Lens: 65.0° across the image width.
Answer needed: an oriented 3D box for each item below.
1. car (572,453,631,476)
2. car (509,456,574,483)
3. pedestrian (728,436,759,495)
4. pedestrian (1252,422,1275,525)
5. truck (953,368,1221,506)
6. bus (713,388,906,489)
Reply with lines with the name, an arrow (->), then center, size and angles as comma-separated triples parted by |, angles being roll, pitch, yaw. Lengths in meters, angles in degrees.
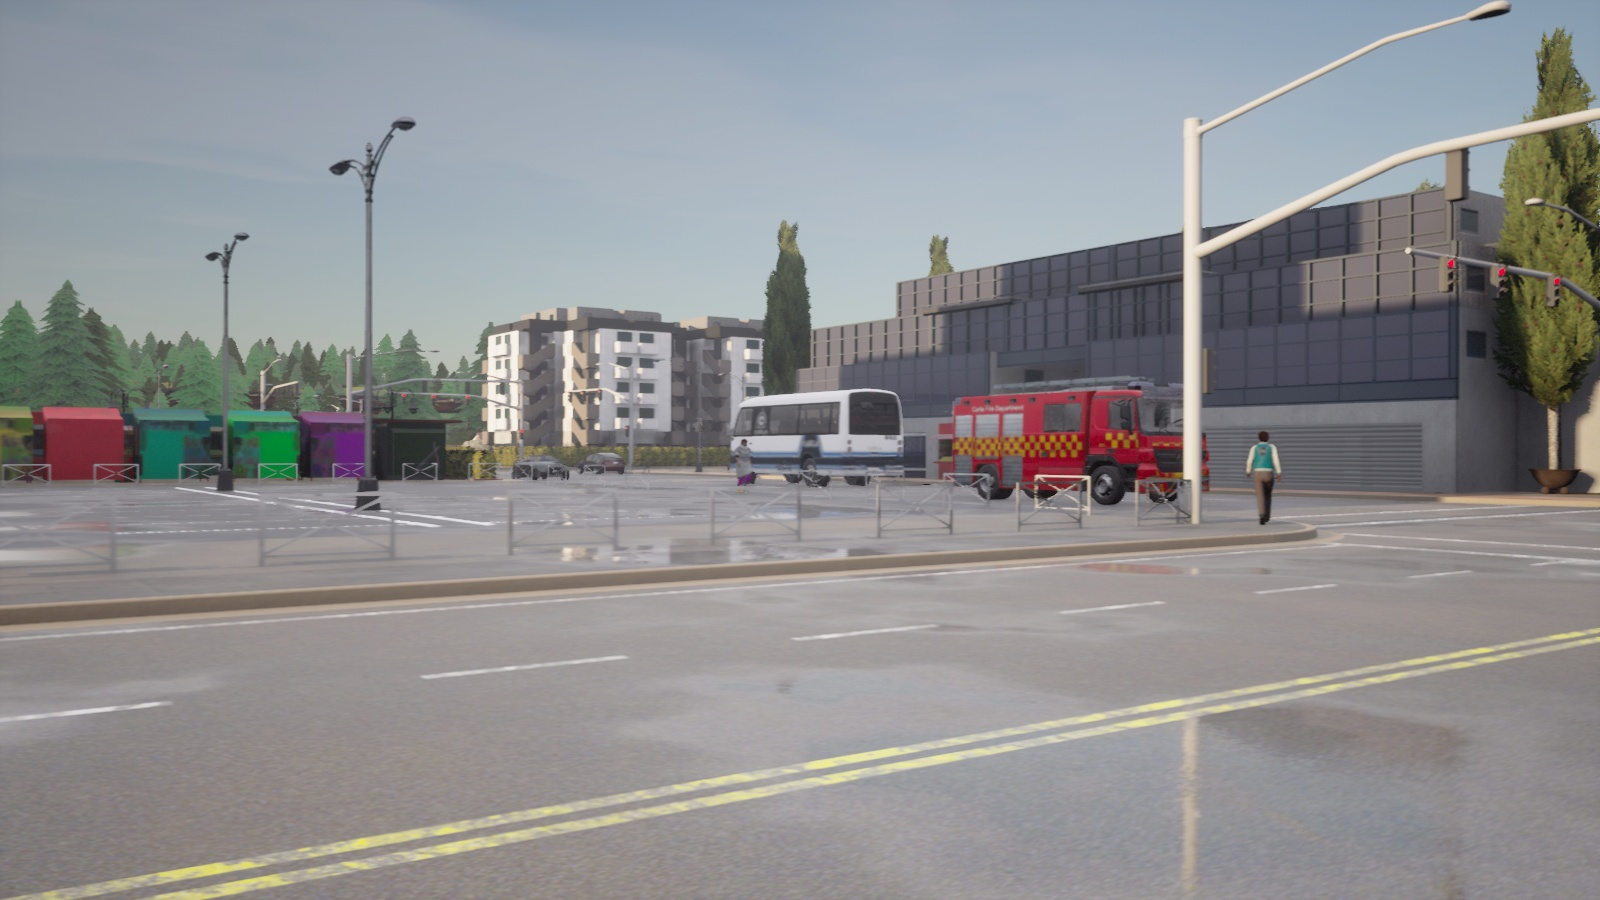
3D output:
car -> -13.587, 0.983, 85.742 | 2.163, 1.488, 4.792 | 0, 0, -33
car -> -13.822, 1.002, 66.907 | 1.994, 1.385, 4.181 | 0, 0, -33
pedestrian -> -1.886, 0.510, 41.751 | 0.659, 1.952, 0.873 | 0, 0, -32
pedestrian -> 8.866, 0.444, 24.025 | 0.396, 1.930, 0.692 | 0, 0, 21
truck -> 8.624, -0.342, 38.984 | 2.891, 3.827, 8.468 | 0, 0, -33
bus -> 0.182, -0.489, 58.274 | 3.944, 4.253, 10.273 | 0, 0, -33
